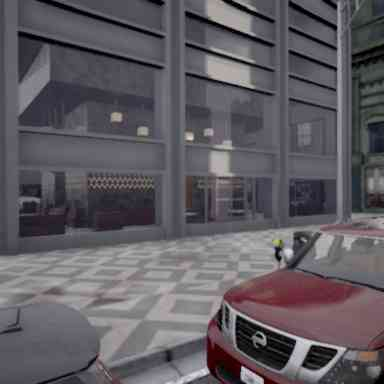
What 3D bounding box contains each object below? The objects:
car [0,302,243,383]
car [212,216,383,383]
[{"bbox_3d":[-2.024,1.442,1.084,4.097,1.590,1.967,0,0,-35],"label":"car"},{"bbox_3d":[2.571,1.308,4.350,5.009,1.841,2.192,0,0,-35],"label":"car"}]
